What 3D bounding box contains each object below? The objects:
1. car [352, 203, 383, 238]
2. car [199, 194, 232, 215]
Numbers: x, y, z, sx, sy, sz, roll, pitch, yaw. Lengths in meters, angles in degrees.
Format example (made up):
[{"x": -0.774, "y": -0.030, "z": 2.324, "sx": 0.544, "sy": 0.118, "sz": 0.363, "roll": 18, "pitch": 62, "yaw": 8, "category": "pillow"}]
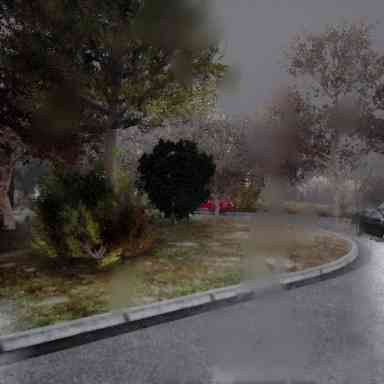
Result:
[{"x": 9.052, "y": 1.482, "z": 15.222, "sx": 2.128, "sy": 1.511, "sz": 4.902, "roll": 1, "pitch": 0, "yaw": 4, "category": "car"}, {"x": 1.184, "y": 1.153, "z": 32.754, "sx": 5.566, "sy": 2.045, "sz": 2.150, "roll": 0, "pitch": 0, "yaw": 23, "category": "car"}]
